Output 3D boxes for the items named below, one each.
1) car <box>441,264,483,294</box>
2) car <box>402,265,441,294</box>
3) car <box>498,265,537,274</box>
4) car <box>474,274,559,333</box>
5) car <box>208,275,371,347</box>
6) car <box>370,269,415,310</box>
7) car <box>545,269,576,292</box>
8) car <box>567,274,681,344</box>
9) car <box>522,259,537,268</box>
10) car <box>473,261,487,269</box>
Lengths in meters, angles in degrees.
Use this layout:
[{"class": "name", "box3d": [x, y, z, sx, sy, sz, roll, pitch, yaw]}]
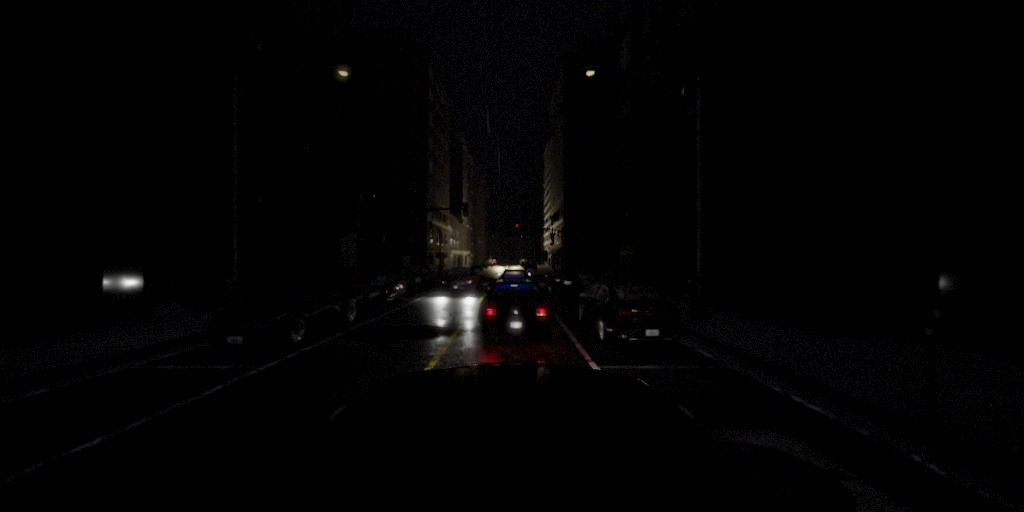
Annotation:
[{"class": "car", "box3d": [-2.970, 1.388, 21.244, 1.812, 1.442, 4.674, 0, 0, 0]}, {"class": "car", "box3d": [-5.640, 1.287, 20.508, 1.967, 1.591, 4.097, 0, 0, 0]}, {"class": "car", "box3d": [0.125, 1.409, 19.875, 1.994, 1.385, 4.181, 0, 0, 0]}, {"class": "car", "box3d": [0.109, 1.398, 10.895, 1.895, 1.301, 4.718, 0, 0, 0]}, {"class": "car", "box3d": [-5.657, 1.355, 9.506, 1.948, 1.339, 4.313, 0, 0, 0]}, {"class": "car", "box3d": [-5.649, 1.400, 15.007, 1.802, 1.307, 4.207, 0, 0, 0]}, {"class": "car", "box3d": [2.886, 1.414, 20.494, 1.948, 1.339, 4.313, 0, 0, 0]}, {"class": "car", "box3d": [2.868, 1.341, 9.492, 2.007, 1.370, 4.403, 0, 0, 0]}, {"class": "car", "box3d": [2.981, 1.516, 57.582, 1.967, 1.591, 4.097, 0, 0, 0]}, {"class": "car", "box3d": [-5.544, 1.657, 57.609, 1.802, 1.307, 4.207, 0, 0, 0]}]
